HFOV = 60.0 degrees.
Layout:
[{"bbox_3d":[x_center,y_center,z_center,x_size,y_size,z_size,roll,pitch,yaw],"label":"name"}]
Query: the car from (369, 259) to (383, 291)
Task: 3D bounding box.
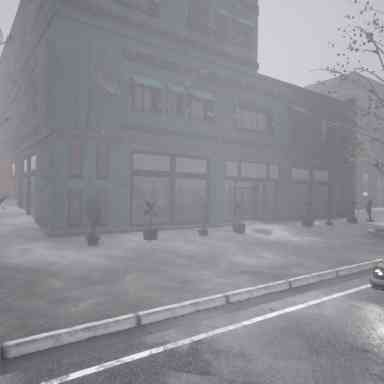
[{"bbox_3d":[6.426,1.626,7.957,5.357,1.411,2.033,1,0,-35],"label":"car"}]
